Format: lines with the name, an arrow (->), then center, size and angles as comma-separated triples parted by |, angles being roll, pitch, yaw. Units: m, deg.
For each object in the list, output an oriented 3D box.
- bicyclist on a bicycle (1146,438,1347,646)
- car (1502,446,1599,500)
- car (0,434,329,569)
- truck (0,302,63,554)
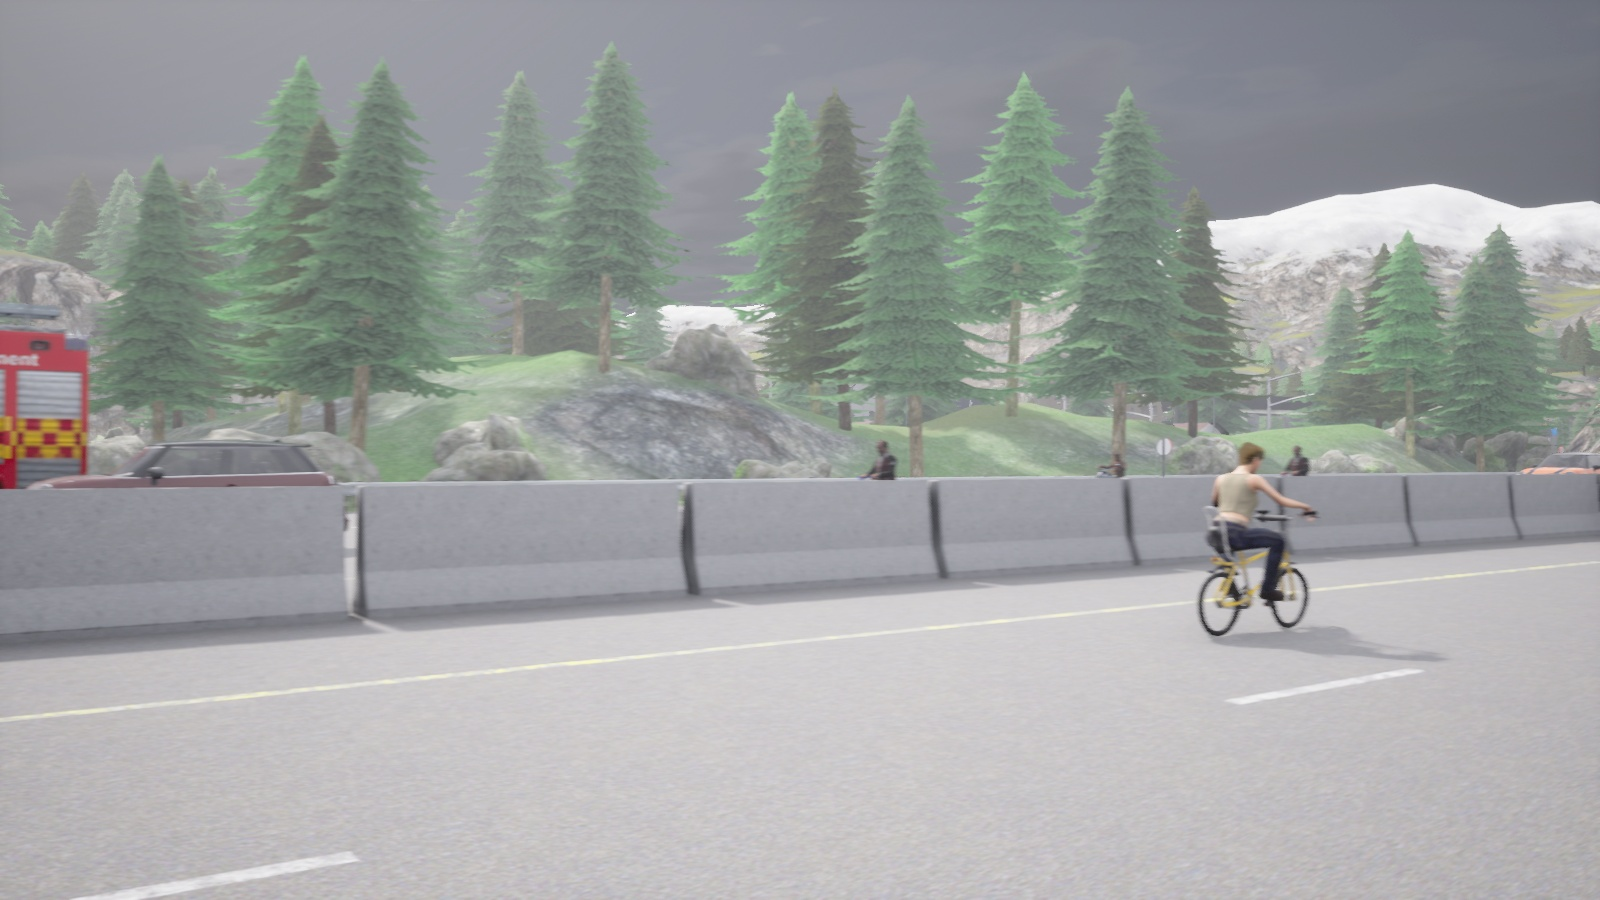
bicyclist on a bicycle -> 3.753, 0.721, 10.539 | 1.509, 1.612, 0.866 | 0, 0, -35
car -> 26.428, 0.766, 43.263 | 4.553, 1.767, 2.097 | 0, 0, -35
car -> -9.514, 0.674, 18.359 | 4.553, 1.767, 2.097 | 0, 0, -35
truck -> -15.764, -0.347, 18.277 | 8.468, 3.827, 2.891 | 0, 0, -35
